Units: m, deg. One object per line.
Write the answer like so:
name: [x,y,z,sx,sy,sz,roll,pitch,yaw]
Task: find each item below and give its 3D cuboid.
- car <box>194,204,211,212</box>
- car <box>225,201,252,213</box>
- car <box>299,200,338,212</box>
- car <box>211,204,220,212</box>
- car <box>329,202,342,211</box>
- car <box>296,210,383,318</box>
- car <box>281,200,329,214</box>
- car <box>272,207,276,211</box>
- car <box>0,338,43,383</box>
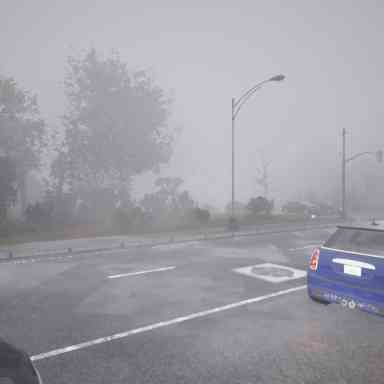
car: [0.505,2.662,53.595,1.812,1.442,4.674,0,-3,-32]
car: [6.399,1.925,44.180,2.097,1.767,4.553,0,-3,-32]
car: [17.571,1.936,46.459,1.837,1.490,4.892,0,-2,-32]
car: [2.850,2.698,56.446,2.128,1.511,4.902,0,-3,-32]
car: [14.619,1.722,37.644,2.128,1.511,4.902,0,-2,-33]
car: [4.481,1.361,6.900,4.553,1.767,2.097,0,0,-35]
car: [11.723,1.724,35.741,1.837,1.490,4.892,0,-1,-29]
car: [9.156,2.148,46.369,2.033,1.411,5.357,0,-3,-32]
car: [-3.265,1.492,1.417,4.902,1.511,2.128,0,0,-36]
